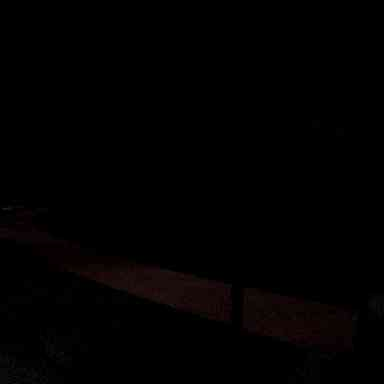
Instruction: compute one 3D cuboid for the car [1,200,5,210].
[{"bbox_3d":[-22.629,1.341,37.266,2.128,1.511,4.902,0,0,-11],"label":"car"}]
